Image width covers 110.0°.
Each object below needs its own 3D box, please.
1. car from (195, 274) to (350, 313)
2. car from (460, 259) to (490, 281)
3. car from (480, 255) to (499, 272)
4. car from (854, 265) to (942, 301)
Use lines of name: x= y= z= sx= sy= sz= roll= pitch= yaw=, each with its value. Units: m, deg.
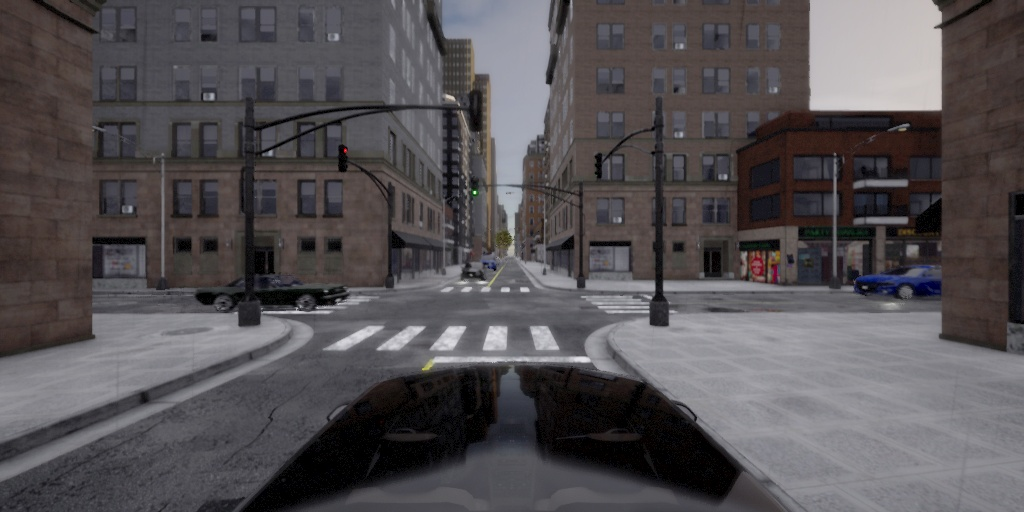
car: x=-8.704 y=1.337 z=13.366 sx=4.718 sy=1.301 sz=1.895 roll=0 pitch=0 yaw=0
car: x=-3.120 y=1.211 z=29.758 sx=1.837 sy=1.490 sz=4.892 roll=0 pitch=0 yaw=0
car: x=-3.128 y=0.899 z=46.333 sx=2.150 sy=2.045 sz=5.566 roll=0 pitch=1 yaw=0
car: x=18.760 y=1.176 z=16.518 sx=5.008 sy=1.535 sz=1.882 roll=0 pitch=0 yaw=0
